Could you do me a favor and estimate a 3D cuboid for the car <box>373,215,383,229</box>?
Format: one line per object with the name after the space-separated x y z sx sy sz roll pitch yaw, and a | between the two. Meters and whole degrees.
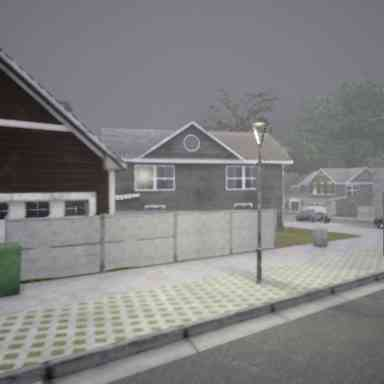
15.639 2.116 24.570 1.812 1.442 4.674 -1 -2 -14 | car

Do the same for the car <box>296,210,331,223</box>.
12.909 2.579 35.580 1.994 1.385 4.181 -1 -2 -14 | car
